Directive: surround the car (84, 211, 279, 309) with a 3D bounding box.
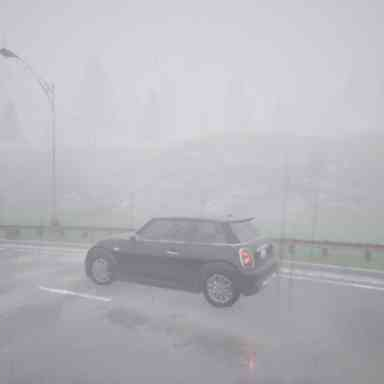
[{"bbox_3d":[-0.385,1.288,7.873,4.553,1.767,2.097,0,1,30],"label":"car"}]
